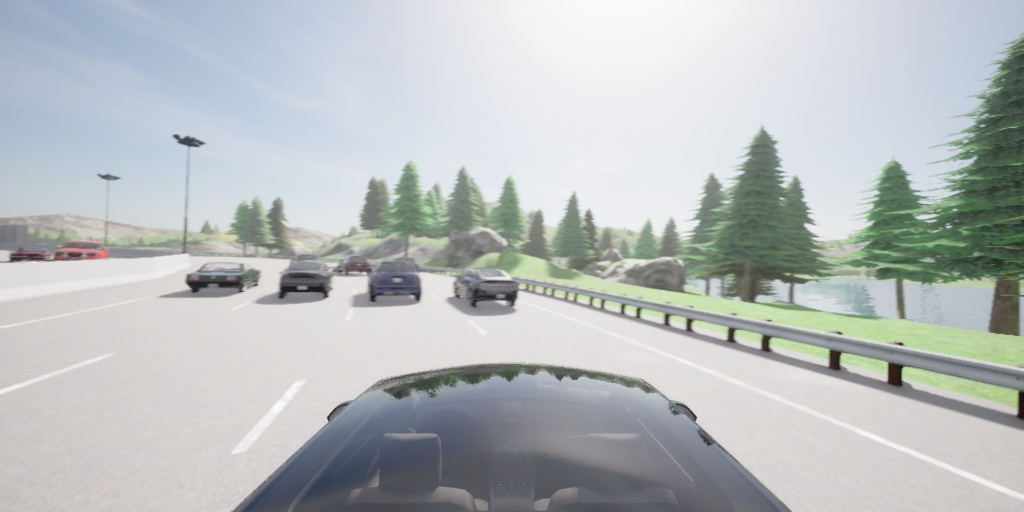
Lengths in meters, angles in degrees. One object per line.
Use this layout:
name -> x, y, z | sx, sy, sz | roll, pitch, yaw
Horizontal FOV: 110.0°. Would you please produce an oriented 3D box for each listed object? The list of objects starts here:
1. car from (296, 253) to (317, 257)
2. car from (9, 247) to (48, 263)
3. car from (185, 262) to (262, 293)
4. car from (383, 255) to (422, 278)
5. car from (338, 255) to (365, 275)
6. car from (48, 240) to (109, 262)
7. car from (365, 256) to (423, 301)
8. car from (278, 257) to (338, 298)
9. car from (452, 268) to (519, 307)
car -> -18.084, 0.544, 31.440 | 2.097, 1.767, 4.553 | 2, 0, -35
car -> -40.498, -0.081, 30.244 | 4.718, 1.301, 1.895 | 2, 0, 42
car -> -13.118, 0.914, 16.656 | 1.895, 1.301, 4.718 | 2, 0, -25
car -> -9.775, 0.868, 31.709 | 2.097, 1.767, 4.553 | 2, 0, -33
car -> -13.921, 0.706, 31.592 | 2.097, 1.767, 4.553 | 2, 0, -35
car -> -33.222, -0.193, 27.822 | 2.150, 2.045, 5.566 | 3, 0, -42
car -> -5.429, 0.962, 16.380 | 2.097, 1.767, 4.553 | 2, 0, -23
car -> -9.112, 0.972, 16.167 | 1.837, 1.490, 4.892 | 3, 0, -24
car -> -1.269, 1.259, 15.512 | 2.128, 1.511, 4.902 | 2, 0, -21
